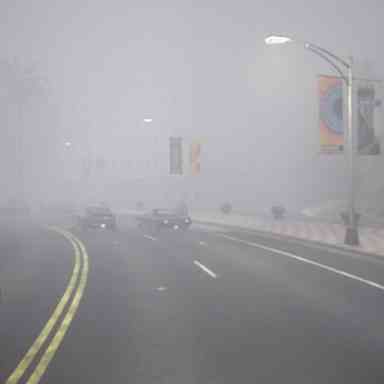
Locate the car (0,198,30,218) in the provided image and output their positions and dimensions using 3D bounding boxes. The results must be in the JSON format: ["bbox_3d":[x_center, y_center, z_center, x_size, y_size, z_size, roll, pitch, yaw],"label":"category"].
[{"bbox_3d":[-17.836,1.485,32.467,4.553,1.767,2.097,0,0,36],"label":"car"}]

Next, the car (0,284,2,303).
[{"bbox_3d":[-4.190,1.593,4.287,1.994,1.385,4.181,0,0,-9],"label":"car"}]

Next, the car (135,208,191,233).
[{"bbox_3d":[-1.891,1.624,19.886,1.895,1.301,4.718,0,0,-28],"label":"car"}]

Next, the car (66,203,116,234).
[{"bbox_3d":[-5.936,1.553,19.803,1.837,1.490,4.892,0,0,-30],"label":"car"}]

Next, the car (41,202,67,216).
[{"bbox_3d":[-13.316,1.705,33.540,4.718,1.301,1.895,0,0,39],"label":"car"}]
